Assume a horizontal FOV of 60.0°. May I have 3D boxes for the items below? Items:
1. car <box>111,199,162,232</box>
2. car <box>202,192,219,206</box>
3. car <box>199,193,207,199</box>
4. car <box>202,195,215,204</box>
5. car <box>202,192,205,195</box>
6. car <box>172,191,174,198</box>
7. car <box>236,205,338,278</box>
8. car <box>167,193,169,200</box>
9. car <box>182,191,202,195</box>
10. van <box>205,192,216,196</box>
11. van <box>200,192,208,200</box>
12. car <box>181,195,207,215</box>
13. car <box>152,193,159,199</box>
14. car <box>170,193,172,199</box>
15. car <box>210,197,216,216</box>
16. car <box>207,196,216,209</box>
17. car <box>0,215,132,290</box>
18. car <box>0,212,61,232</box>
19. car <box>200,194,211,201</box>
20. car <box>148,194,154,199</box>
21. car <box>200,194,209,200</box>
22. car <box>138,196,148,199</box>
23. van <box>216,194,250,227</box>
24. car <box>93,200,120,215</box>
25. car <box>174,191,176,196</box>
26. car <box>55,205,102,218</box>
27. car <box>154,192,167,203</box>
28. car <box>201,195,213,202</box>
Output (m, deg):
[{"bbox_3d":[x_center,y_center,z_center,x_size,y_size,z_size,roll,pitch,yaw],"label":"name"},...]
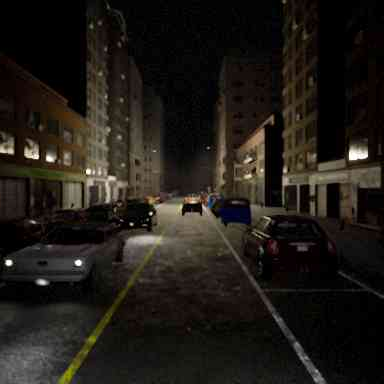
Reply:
[{"bbox_3d":[-3.077,1.381,19.369,1.837,1.490,4.892,0,0,0],"label":"car"},{"bbox_3d":[2.696,0.988,49.655,2.192,1.841,5.009,0,0,0],"label":"car"},{"bbox_3d":[2.716,0.951,83.843,1.752,1.417,4.829,0,0,0],"label":"car"},{"bbox_3d":[2.699,1.200,55.327,1.947,1.339,4.313,0,0,0],"label":"car"},{"bbox_3d":[2.693,1.152,43.987,1.967,1.590,4.097,0,0,0],"label":"car"},{"bbox_3d":[-5.813,0.999,77.823,1.752,1.417,4.829,0,0,0],"label":"car"},{"bbox_3d":[2.673,1.376,9.972,1.967,1.590,4.097,0,0,0],"label":"car"},{"bbox_3d":[-5.823,1.146,60.986,2.008,1.369,4.403,0,0,0],"label":"car"},{"bbox_3d":[0.086,1.053,45.785,2.097,1.767,4.553,0,1,0],"label":"car"},{"bbox_3d":[2.689,1.091,38.317,1.690,1.788,3.998,0,0,0],"label":"van"},{"bbox_3d":[2.713,0.813,78.002,1.690,1.788,3.998,0,0,0],"label":"van"},{"bbox_3d":[0.036,1.294,30.610,2.128,1.511,4.902,0,0,0],"label":"car"},{"bbox_3d":[-5.833,1.238,43.812,1.752,1.417,4.829,0,0,0],"label":"car"},{"bbox_3d":[-5.816,1.042,72.153,1.752,1.417,4.829,0,0,0],"label":"car"},{"bbox_3d":[2.683,1.350,27.150,1.752,1.417,4.829,0,0,0],"label":"car"},{"bbox_3d":[2.686,1.339,32.649,2.008,1.369,4.403,0,0,0],"label":"car"},{"bbox_3d":[-3.085,1.543,9.059,1.895,1.301,4.718,0,0,0],"label":"car"},{"bbox_3d":[-5.852,1.502,9.974,1.947,1.339,4.313,0,0,0],"label":"car"},{"bbox_3d":[2.706,1.107,66.664,2.008,1.369,4.403,0,0,0],"label":"car"},{"bbox_3d":[-5.836,1.295,38.314,1.887,1.381,4.507,0,0,0],"label":"car"},{"bbox_3d":[2.709,1.097,72.334,1.802,1.307,4.206,0,0,0],"label":"car"},{"bbox_3d":[-5.839,1.354,32.646,1.947,1.339,4.313,0,0,0],"label":"car"},{"bbox_3d":[2.679,1.204,21.309,1.690,1.788,3.998,0,0,0],"label":"van"},{"bbox_3d":[-5.846,1.429,21.310,1.947,1.339,4.313,0,0,0],"label":"car"},{"bbox_3d":[-5.810,0.978,83.660,2.008,1.369,4.403,0,0,0],"label":"car"},{"bbox_3d":[-5.849,1.482,15.642,1.802,1.307,4.206,0,0,0],"label":"car"},{"bbox_3d":[-5.826,0.949,55.318,2.192,1.841,5.009,0,0,0],"label":"car"},{"bbox_3d":[2.702,1.161,60.995,1.947,1.339,4.313,0,0,0],"label":"car"}]
